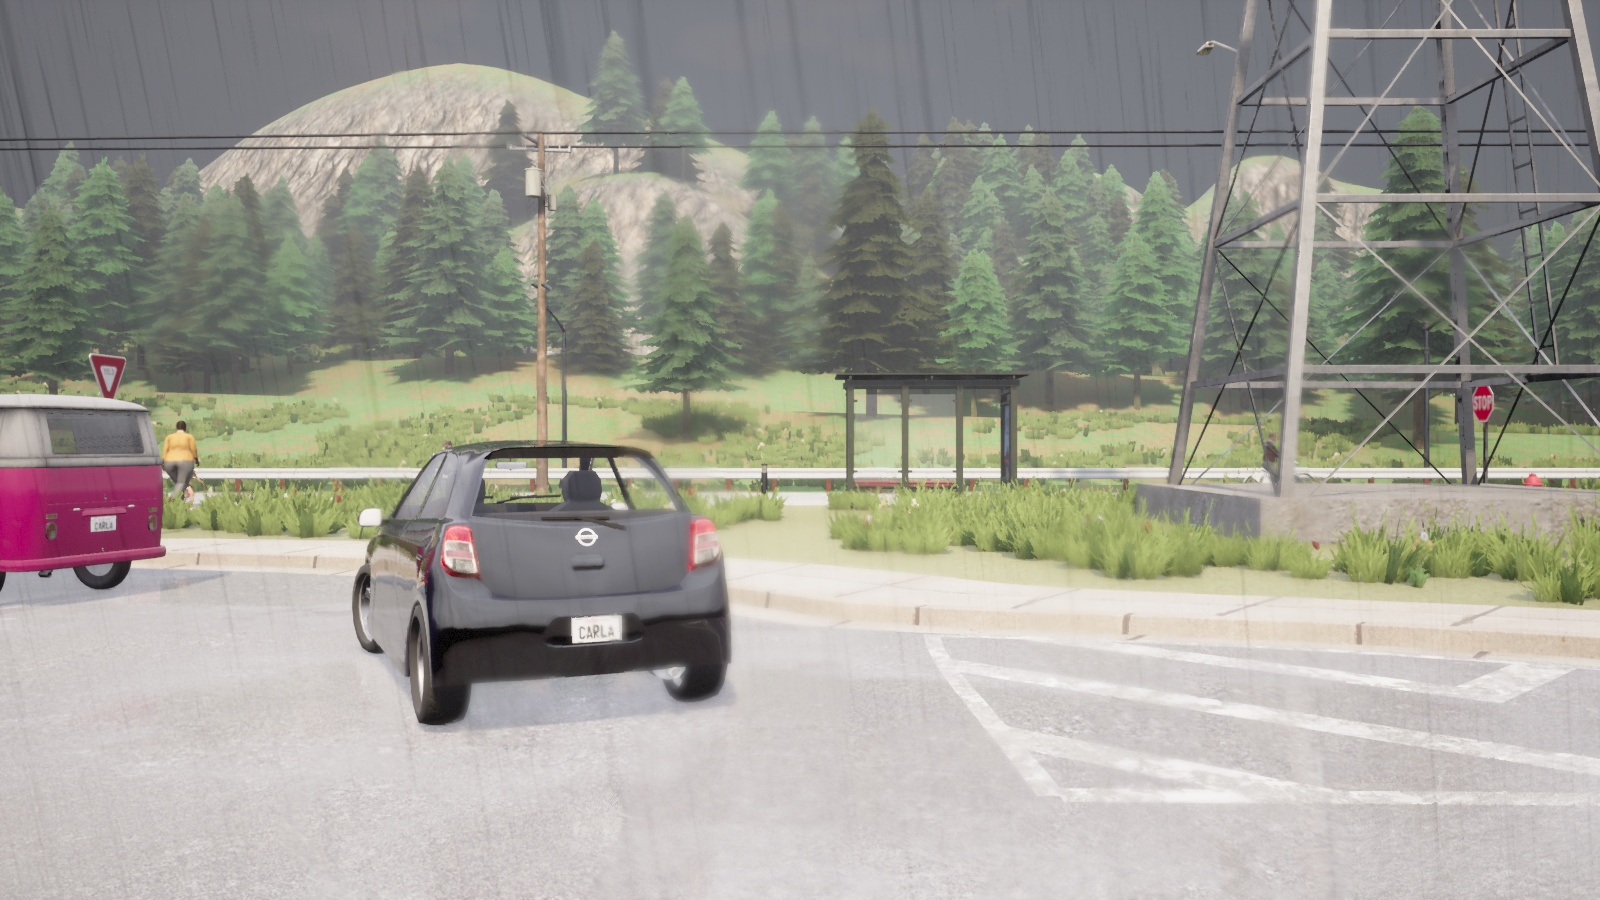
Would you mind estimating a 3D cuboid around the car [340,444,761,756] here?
[{"bbox_3d":[-1.817,0.713,8.088,1.845,1.501,3.633,0,0,-25],"label":"car"}]

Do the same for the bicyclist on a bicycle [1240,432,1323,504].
[{"bbox_3d":[12.133,0.448,31.649,1.843,1.776,0.659,0,0,1],"label":"bicyclist on a bicycle"}]

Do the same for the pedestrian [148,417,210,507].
[{"bbox_3d":[-12.918,0.244,26.131,0.874,1.855,0.900,0,0,-3],"label":"pedestrian"}]

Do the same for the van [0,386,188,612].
[{"bbox_3d":[-8.610,0.422,12.534,4.442,1.987,1.775,0,0,16],"label":"van"}]

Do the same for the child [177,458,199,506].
[{"bbox_3d":[-14.213,0.748,29.170,0.394,1.110,0.255,0,0,15],"label":"child"}]
